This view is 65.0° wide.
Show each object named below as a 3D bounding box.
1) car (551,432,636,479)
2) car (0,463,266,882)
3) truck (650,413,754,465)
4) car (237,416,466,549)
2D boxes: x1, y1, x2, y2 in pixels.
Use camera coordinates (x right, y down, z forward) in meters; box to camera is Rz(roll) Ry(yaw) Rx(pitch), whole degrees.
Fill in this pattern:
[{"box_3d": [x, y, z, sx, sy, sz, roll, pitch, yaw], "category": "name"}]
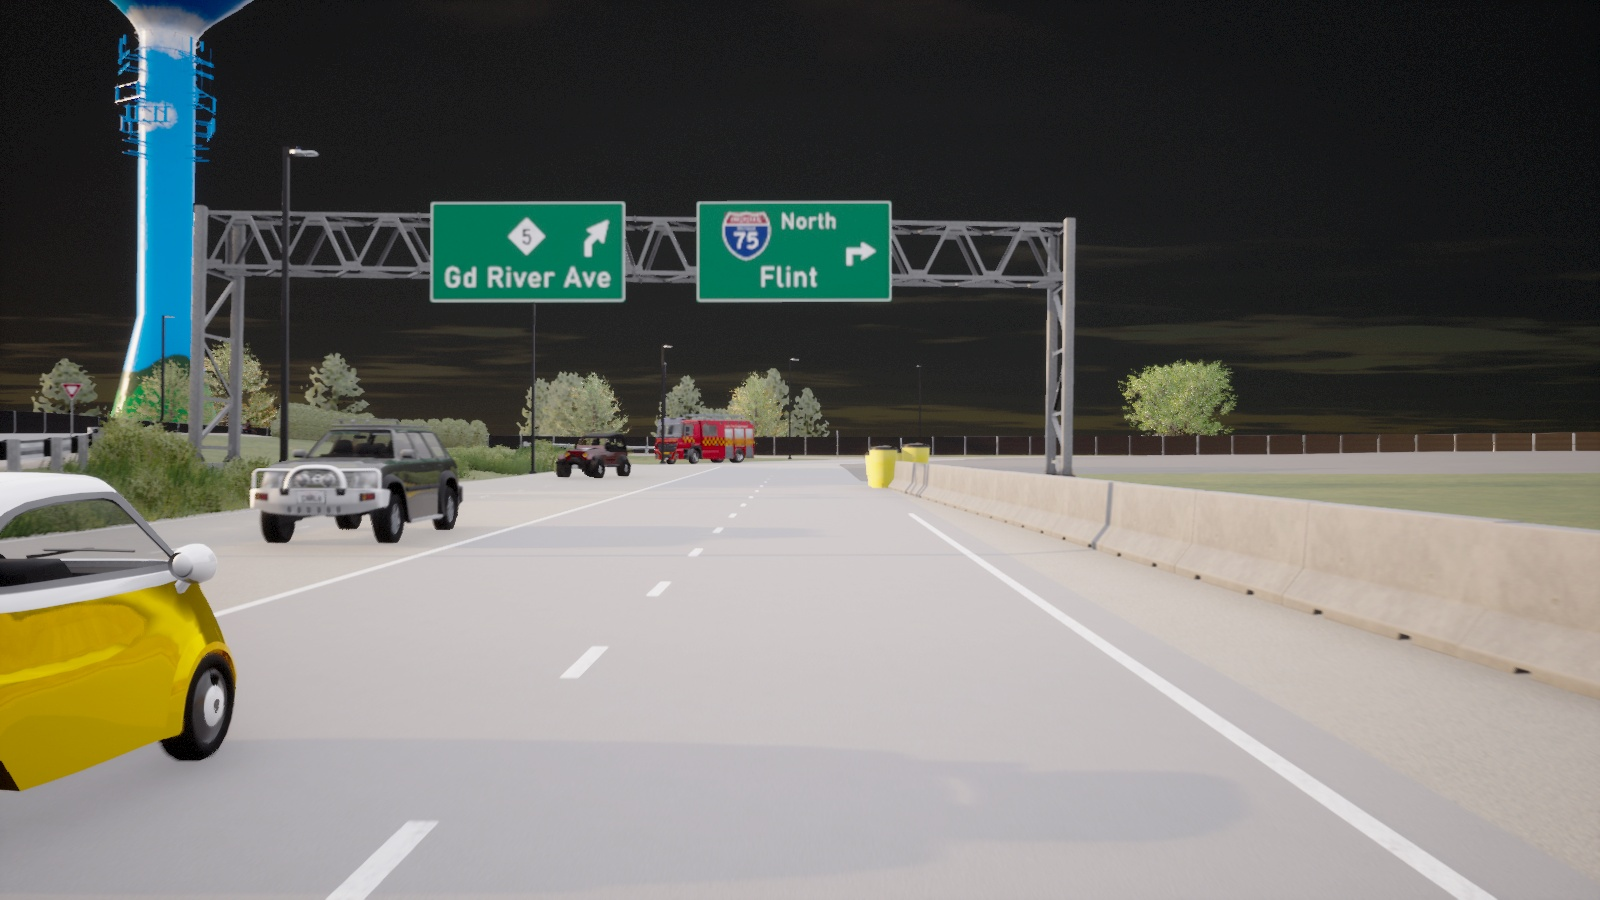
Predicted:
[{"box_3d": [-8.666, 0.206, 52.917, 1.905, 1.878, 3.866, 0, 0, 19], "category": "car"}, {"box_3d": [-3.455, 0.770, 5.261, 1.481, 1.376, 2.207, 0, 1, 0], "category": "car"}, {"box_3d": [-7.454, -0.825, 96.733, 2.891, 3.827, 8.468, 0, 0, 39], "category": "truck"}, {"box_3d": [-6.869, 0.439, 19.813, 1.932, 1.855, 4.605, 0, 0, 0], "category": "car"}]
